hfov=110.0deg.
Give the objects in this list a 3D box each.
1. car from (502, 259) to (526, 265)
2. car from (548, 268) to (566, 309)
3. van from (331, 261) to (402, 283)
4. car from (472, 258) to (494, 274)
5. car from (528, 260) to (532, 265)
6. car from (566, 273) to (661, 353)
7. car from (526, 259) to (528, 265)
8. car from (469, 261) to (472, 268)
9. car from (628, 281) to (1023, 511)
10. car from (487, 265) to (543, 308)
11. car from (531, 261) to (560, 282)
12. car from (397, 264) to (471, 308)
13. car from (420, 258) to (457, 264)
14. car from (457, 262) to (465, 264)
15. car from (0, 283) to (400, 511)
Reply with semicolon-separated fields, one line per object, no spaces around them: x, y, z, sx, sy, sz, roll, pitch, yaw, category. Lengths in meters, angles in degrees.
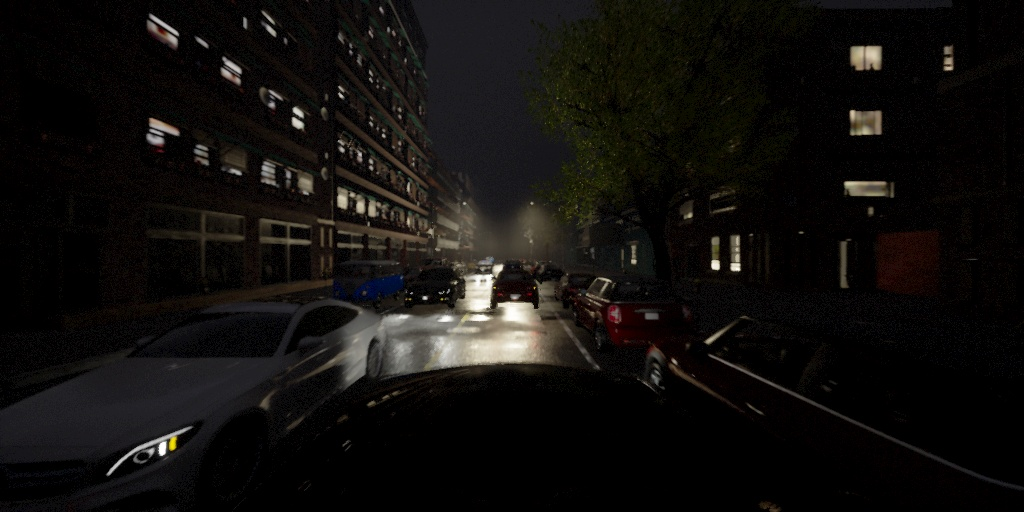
0.096;1.086;36.964;2.097;1.767;4.553;0;0;0;car
2.694;1.321;14.533;1.802;1.307;4.207;0;0;0;car
-5.687;1.080;14.536;1.690;1.789;3.998;0;0;0;van
-3.010;1.229;40.056;2.128;1.511;4.902;0;0;1;car
2.699;1.174;31.623;1.967;1.591;4.097;0;0;0;car
2.693;1.183;8.836;1.967;1.591;4.097;0;0;0;car
2.706;1.294;60.106;2.007;1.370;4.403;0;0;0;car
-5.681;1.285;37.323;2.007;1.370;4.403;0;0;0;car
2.692;1.189;3.140;1.967;1.591;4.097;0;0;0;car
0.101;1.264;15.000;1.812;1.442;4.674;0;0;0;car
2.697;1.285;25.926;2.007;1.370;4.403;0;0;0;car
-3.067;1.244;15.122;1.837;1.490;4.892;0;0;0;car
-5.684;1.049;25.930;2.192;1.841;5.009;0;0;0;car
-5.682;1.300;31.627;1.948;1.339;4.313;0;0;0;car
-3.081;1.273;4.437;1.812;1.442;4.674;0;0;0;car
